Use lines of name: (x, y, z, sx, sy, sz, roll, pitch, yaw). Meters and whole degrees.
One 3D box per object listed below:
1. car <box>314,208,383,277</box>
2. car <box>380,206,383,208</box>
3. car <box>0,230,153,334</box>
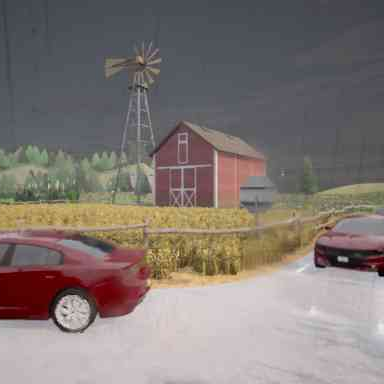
car: (5.473, 1.478, 10.536, 1.882, 1.535, 5.008, 0, 0, 39)
car: (10.954, 1.505, 18.078, 1.837, 1.490, 4.892, 0, 0, 35)
car: (-3.262, 1.477, 6.233, 5.008, 1.535, 1.882, 0, 1, 3)
